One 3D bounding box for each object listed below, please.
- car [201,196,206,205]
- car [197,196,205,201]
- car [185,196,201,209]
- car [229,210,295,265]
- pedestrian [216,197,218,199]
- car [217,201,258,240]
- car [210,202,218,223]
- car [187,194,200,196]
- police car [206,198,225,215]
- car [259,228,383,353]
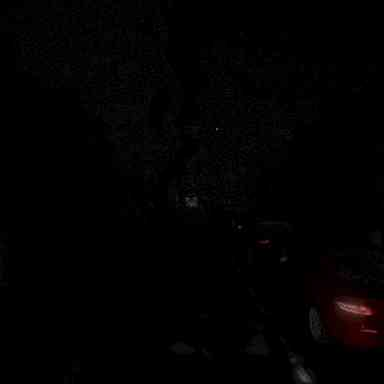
[{"bbox_3d":[2.537,1.727,61.526,2.008,1.369,4.403,-1,0,0],"label":"car"},{"bbox_3d":[2.492,1.847,93.971,1.887,1.381,4.507,-1,0,0],"label":"car"},{"bbox_3d":[-0.044,1.653,47.711,1.812,1.442,4.674,0,0,0],"label":"car"},{"bbox_3d":[2.607,1.568,11.616,1.887,1.381,4.507,-1,0,0],"label":"car"},{"bbox_3d":[2.701,1.383,35.817,0.375,1.860,0.375,-1,1,-10],"label":"pedestrian"},{"bbox_3d":[2.597,1.477,17.161,1.967,1.590,4.097,-1,0,0],"label":"car"},{"bbox_3d":[2.592,1.602,22.706,2.008,1.369,4.403,-1,0,0],"label":"car"},{"bbox_3d":[-0.080,1.385,58.209,2.150,2.045,5.566,0,0,0],"label":"car"},{"bbox_3d":[2.705,1.506,32.825,1.930,1.638,5.238,0,0,0],"label":"police car"},{"bbox_3d":[2.616,1.594,6.070,1.802,1.307,4.206,-1,0,0],"label":"car"}]
